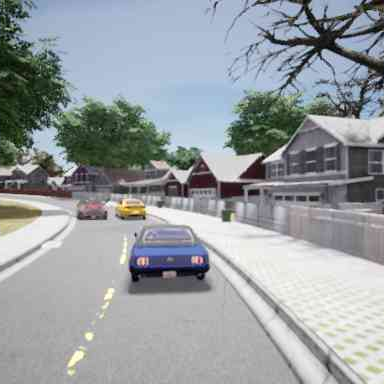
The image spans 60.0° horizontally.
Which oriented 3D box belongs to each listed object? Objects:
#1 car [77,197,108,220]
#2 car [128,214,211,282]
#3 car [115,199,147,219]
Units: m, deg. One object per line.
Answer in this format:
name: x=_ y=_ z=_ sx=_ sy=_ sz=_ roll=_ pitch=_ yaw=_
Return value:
car: x=-7.758 y=1.164 z=25.787 sx=2.097 sy=1.767 sz=4.553 roll=0 pitch=1 yaw=-20
car: x=-0.752 y=1.559 z=9.682 sx=1.895 sy=1.301 sz=4.718 roll=0 pitch=0 yaw=-7
car: x=-4.987 y=1.294 z=26.811 sx=1.882 sy=1.535 sz=5.008 roll=0 pitch=1 yaw=-20
